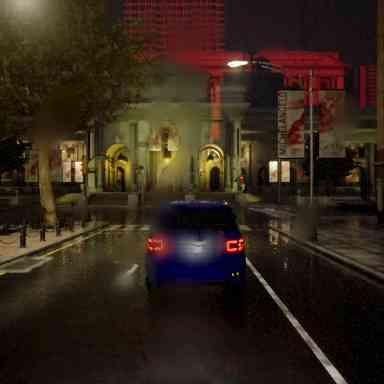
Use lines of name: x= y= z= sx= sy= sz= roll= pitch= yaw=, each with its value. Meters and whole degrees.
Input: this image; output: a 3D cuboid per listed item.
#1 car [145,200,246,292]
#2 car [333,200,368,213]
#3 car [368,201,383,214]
car: x=0.100 y=1.221 z=9.089 sx=2.150 sy=2.045 sz=5.566 roll=0 pitch=0 yaw=1
car: x=18.263 y=1.547 z=36.028 sx=5.357 sy=1.411 sz=2.033 roll=0 pitch=0 yaw=0
car: x=20.708 y=1.547 z=32.506 sx=5.357 sy=1.411 sz=2.033 roll=0 pitch=0 yaw=1
